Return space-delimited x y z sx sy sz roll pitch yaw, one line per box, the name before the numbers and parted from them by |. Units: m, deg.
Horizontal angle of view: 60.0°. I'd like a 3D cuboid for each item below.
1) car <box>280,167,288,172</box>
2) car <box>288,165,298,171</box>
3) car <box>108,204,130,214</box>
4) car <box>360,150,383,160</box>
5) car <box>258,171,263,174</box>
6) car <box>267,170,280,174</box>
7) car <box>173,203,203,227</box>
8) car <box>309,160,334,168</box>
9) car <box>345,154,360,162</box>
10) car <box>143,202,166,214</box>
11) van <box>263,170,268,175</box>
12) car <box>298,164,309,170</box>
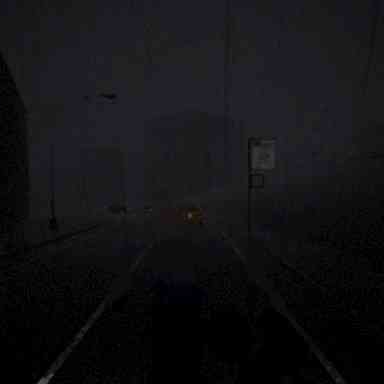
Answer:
car | 21.133 -4.656 70.950 2.185 1.767 4.553 0 1 -1
car | 21.252 -4.582 65.431 2.185 1.767 4.553 0 1 -1
car | -9.640 2.187 43.602 1.895 1.301 4.718 -1 -2 -27
car | 21.862 -4.050 37.812 2.231 1.521 4.892 0 1 -1
car | 20.653 -4.742 93.003 2.002 1.452 4.674 0 0 -1
car | 20.892 -4.665 81.965 2.231 1.521 4.892 0 1 -1
car | -0.385 1.550 23.812 1.801 1.575 5.366 0 -1 -6
car | 21.495 -4.425 54.265 2.185 1.767 4.553 0 1 -1
car | 21.733 -4.142 43.329 2.231 1.521 4.892 0 1 -1
car | -4.779 1.991 41.749 2.033 1.411 5.357 -1 -1 -22
van | 20.775 -4.951 87.359 1.878 1.987 4.442 0 1 -1
car | 21.376 -4.337 59.759 2.002 1.452 4.674 0 1 -1
